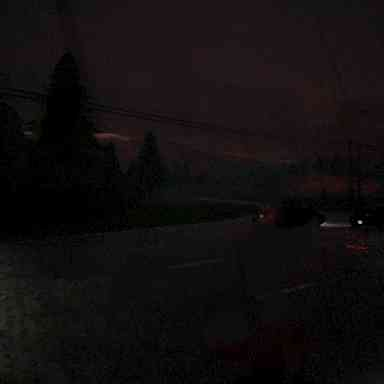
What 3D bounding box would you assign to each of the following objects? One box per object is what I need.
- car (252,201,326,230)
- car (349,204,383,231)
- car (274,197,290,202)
[{"bbox_3d":[6.211,1.537,21.065,5.357,1.411,2.033,0,0,-35],"label":"car"},{"bbox_3d":[11.720,1.493,20.694,4.892,1.490,1.837,0,0,-35],"label":"car"},{"bbox_3d":[11.845,1.489,43.482,1.837,1.490,4.892,0,0,10],"label":"car"}]
